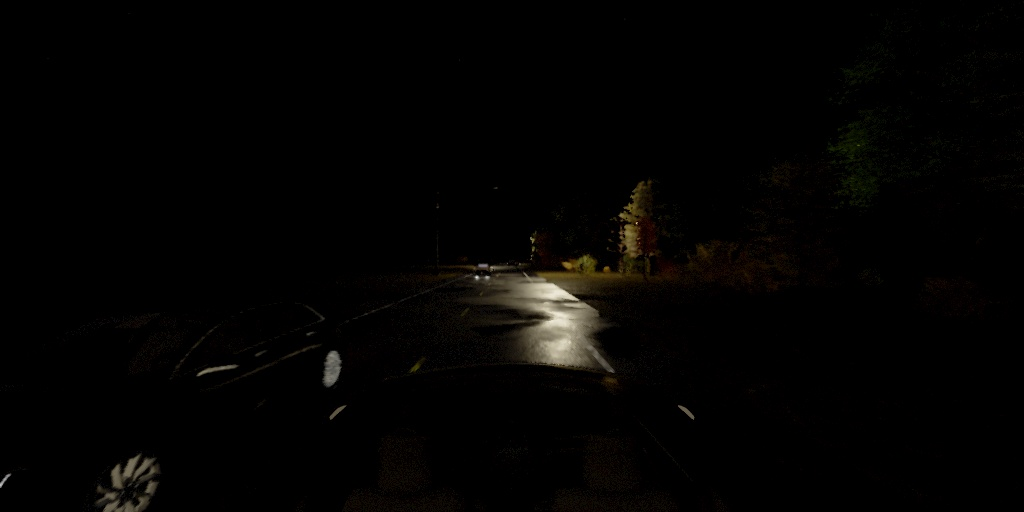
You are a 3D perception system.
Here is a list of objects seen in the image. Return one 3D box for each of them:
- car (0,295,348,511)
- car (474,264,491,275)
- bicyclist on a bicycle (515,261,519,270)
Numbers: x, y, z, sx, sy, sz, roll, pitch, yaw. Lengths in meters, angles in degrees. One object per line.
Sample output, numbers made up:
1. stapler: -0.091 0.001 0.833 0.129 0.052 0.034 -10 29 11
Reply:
1. car: -3.601 1.274 3.984 1.837 1.490 4.892 0 0 0
2. car: -3.596 1.663 45.291 2.033 1.411 5.357 0 0 0
3. bicyclist on a bicycle: 0.948 1.714 62.493 0.582 1.620 1.656 0 -1 0
